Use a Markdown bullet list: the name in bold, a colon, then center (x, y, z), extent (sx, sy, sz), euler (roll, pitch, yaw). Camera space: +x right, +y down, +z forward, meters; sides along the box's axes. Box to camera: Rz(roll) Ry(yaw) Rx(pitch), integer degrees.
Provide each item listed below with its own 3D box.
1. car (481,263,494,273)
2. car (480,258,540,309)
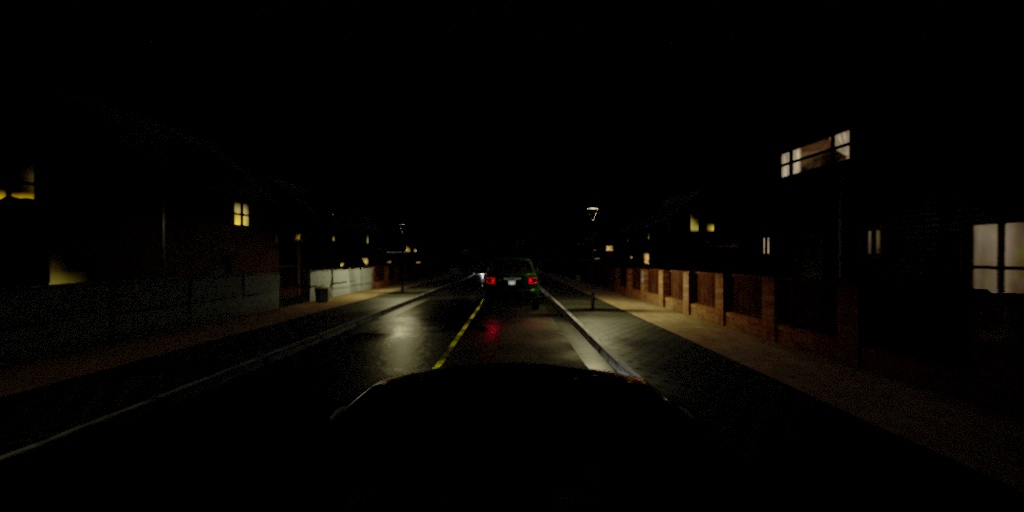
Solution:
- **car**: center (-3.807, 1.866, 55.102), extent (1.837, 1.490, 4.892), euler (0, -1, -6)
- **car**: center (-0.001, 1.105, 15.874), extent (2.150, 2.045, 5.566), euler (0, 0, 0)
